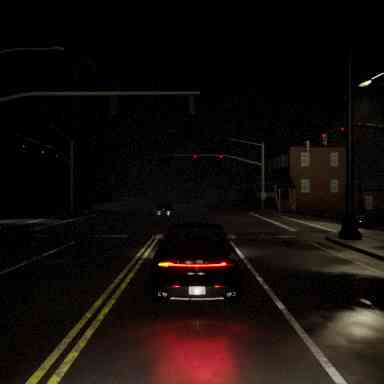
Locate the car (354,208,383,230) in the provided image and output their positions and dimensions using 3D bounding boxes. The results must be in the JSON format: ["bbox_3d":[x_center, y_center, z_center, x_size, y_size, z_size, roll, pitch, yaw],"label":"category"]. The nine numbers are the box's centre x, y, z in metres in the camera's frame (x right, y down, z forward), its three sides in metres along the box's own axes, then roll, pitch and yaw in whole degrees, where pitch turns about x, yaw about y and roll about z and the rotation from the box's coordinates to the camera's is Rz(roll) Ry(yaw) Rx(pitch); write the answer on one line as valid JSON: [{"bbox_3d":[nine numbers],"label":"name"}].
[{"bbox_3d":[16.700,2.411,28.823,5.566,2.045,2.150,9,0,0],"label":"car"}]

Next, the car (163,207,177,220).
[{"bbox_3d":[-3.681,3.615,55.734,2.033,1.411,5.357,0,-12,0],"label":"car"}]

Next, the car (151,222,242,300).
[{"bbox_3d":[0.087,1.505,8.336,1.837,1.490,4.892,0,0,0],"label":"car"}]

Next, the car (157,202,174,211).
[{"bbox_3d":[-3.668,2.056,45.633,2.033,1.411,5.357,0,-4,0],"label":"car"}]
